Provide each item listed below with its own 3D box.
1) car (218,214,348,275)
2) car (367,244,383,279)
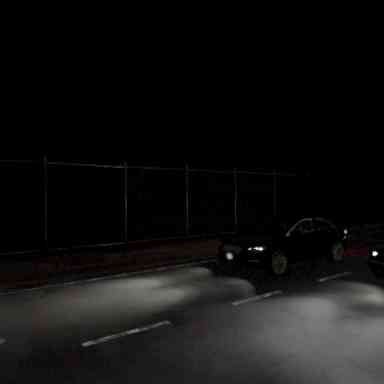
[{"bbox_3d":[3.009,1.491,10.547,4.902,1.511,2.128,0,0,-36],"label":"car"},{"bbox_3d":[6.659,1.601,8.887,4.718,1.301,1.895,0,0,-36],"label":"car"}]
